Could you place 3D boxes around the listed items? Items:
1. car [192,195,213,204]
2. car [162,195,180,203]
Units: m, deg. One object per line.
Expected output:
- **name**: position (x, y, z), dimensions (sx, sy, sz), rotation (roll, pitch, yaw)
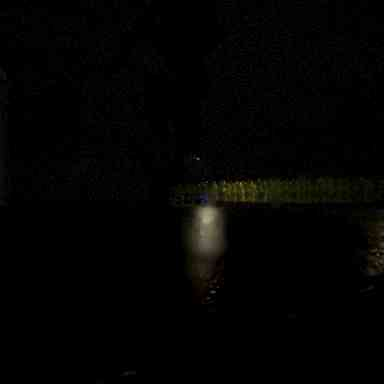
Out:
- **car**: position (1.825, 1.315, 59.345), dimensions (1.812, 1.442, 4.674), rotation (-2, 1, -36)
- **car**: position (-4.259, 1.337, 67.535), dimensions (1.837, 1.490, 4.892), rotation (-2, 1, -36)
